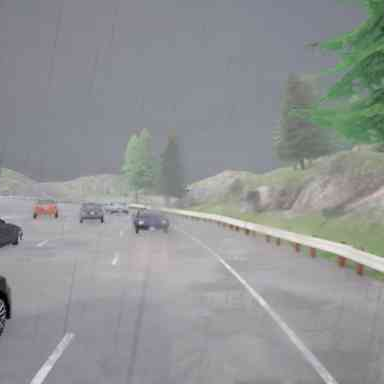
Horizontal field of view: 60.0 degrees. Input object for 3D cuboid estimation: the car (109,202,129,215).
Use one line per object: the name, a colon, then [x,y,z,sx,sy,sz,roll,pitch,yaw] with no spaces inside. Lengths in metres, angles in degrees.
car: [-8.338,1.751,36.562,1.895,1.301,4.718,0,0,-24]

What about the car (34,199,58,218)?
car: [-14.334,1.515,32.712,2.097,1.767,4.553,0,0,-23]

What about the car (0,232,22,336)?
car: [-3.756,1.519,3.478,2.128,1.511,4.902,0,0,-3]

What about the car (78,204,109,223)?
car: [-8.272,1.668,27.177,2.033,1.411,5.357,0,0,-19]

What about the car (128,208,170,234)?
car: [-2.609,1.675,20.015,1.895,1.301,4.718,0,0,-13]

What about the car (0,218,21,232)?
car: [-8.358,1.641,13.191,1.994,1.385,4.181,0,0,-9]
